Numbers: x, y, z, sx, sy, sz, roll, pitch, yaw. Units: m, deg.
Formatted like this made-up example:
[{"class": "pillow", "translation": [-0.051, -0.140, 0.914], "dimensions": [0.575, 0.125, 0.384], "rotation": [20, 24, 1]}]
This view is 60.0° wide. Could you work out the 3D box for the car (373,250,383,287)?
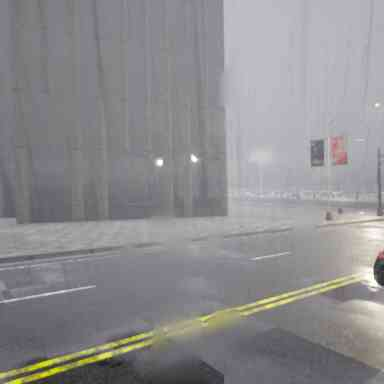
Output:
[{"class": "car", "translation": [6.198, 1.546, 7.937], "dimensions": [4.181, 1.385, 1.994], "rotation": [0, 0, -35]}]
